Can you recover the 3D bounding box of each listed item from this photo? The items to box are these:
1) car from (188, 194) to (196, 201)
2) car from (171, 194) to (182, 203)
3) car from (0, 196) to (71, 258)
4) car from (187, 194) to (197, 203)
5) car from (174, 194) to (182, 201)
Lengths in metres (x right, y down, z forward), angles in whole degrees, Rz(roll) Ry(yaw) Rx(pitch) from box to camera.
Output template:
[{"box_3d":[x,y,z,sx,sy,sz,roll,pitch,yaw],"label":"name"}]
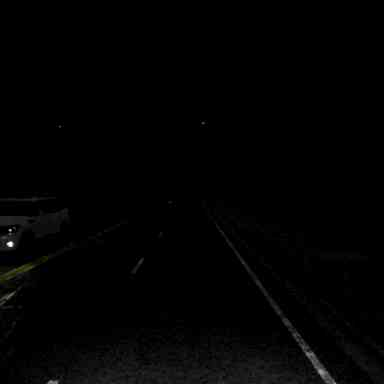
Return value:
[{"box_3d":[0.005,1.270,78.826,1.882,1.535,5.008,0,0,0],"label":"car"},{"box_3d":[-3.246,1.447,68.793,1.994,1.385,4.181,0,0,0],"label":"car"},{"box_3d":[-6.549,1.191,12.898,2.150,2.045,5.566,0,0,0],"label":"car"},{"box_3d":[0.004,1.372,68.409,1.882,1.535,5.008,0,0,0],"label":"car"},{"box_3d":[-3.245,1.316,78.826,1.812,1.442,4.674,0,0,0],"label":"car"}]
